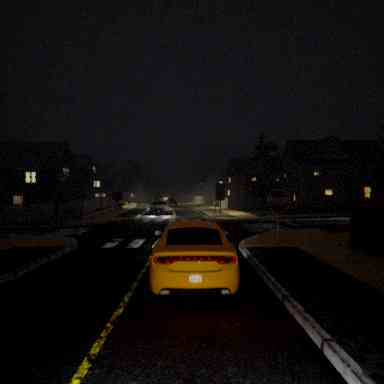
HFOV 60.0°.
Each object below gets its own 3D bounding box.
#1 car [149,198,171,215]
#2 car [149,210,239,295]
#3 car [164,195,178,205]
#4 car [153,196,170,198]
[{"bbox_3d":[-3.360,1.609,34.484,1.812,1.442,4.674,0,0,-3],"label":"car"},{"bbox_3d":[0.008,1.479,8.745,1.882,1.535,5.008,0,0,-1],"label":"car"},{"bbox_3d":[-3.937,1.774,64.523,1.837,1.490,4.892,0,-1,-10],"label":"car"},{"bbox_3d":[-4.808,1.734,50.738,1.994,1.385,4.181,0,0,-7],"label":"car"}]
